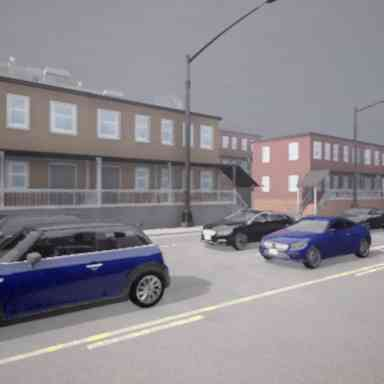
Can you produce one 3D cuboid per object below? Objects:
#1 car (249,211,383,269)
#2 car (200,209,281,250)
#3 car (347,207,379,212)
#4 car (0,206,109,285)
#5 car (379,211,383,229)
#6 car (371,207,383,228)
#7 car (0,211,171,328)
[{"bbox_3d":[4.358,1.552,11.397,4.674,1.442,1.812,0,0,-35],"label":"car"},{"bbox_3d":[2.601,1.518,14.441,4.902,1.511,2.128,0,0,-36],"label":"car"},{"bbox_3d":[10.058,1.615,19.753,4.181,1.385,1.994,0,0,-35],"label":"car"},{"bbox_3d":[-4.861,1.355,9.115,4.553,1.767,2.097,0,0,-35],"label":"car"},{"bbox_3d":[11.613,1.401,16.563,4.553,1.767,2.097,0,0,-36],"label":"car"},{"bbox_3d":[14.360,1.672,22.714,4.718,1.301,1.895,0,0,-36],"label":"car"},{"bbox_3d":[-2.723,1.355,6.341,4.553,1.767,2.097,0,0,-35],"label":"car"}]
